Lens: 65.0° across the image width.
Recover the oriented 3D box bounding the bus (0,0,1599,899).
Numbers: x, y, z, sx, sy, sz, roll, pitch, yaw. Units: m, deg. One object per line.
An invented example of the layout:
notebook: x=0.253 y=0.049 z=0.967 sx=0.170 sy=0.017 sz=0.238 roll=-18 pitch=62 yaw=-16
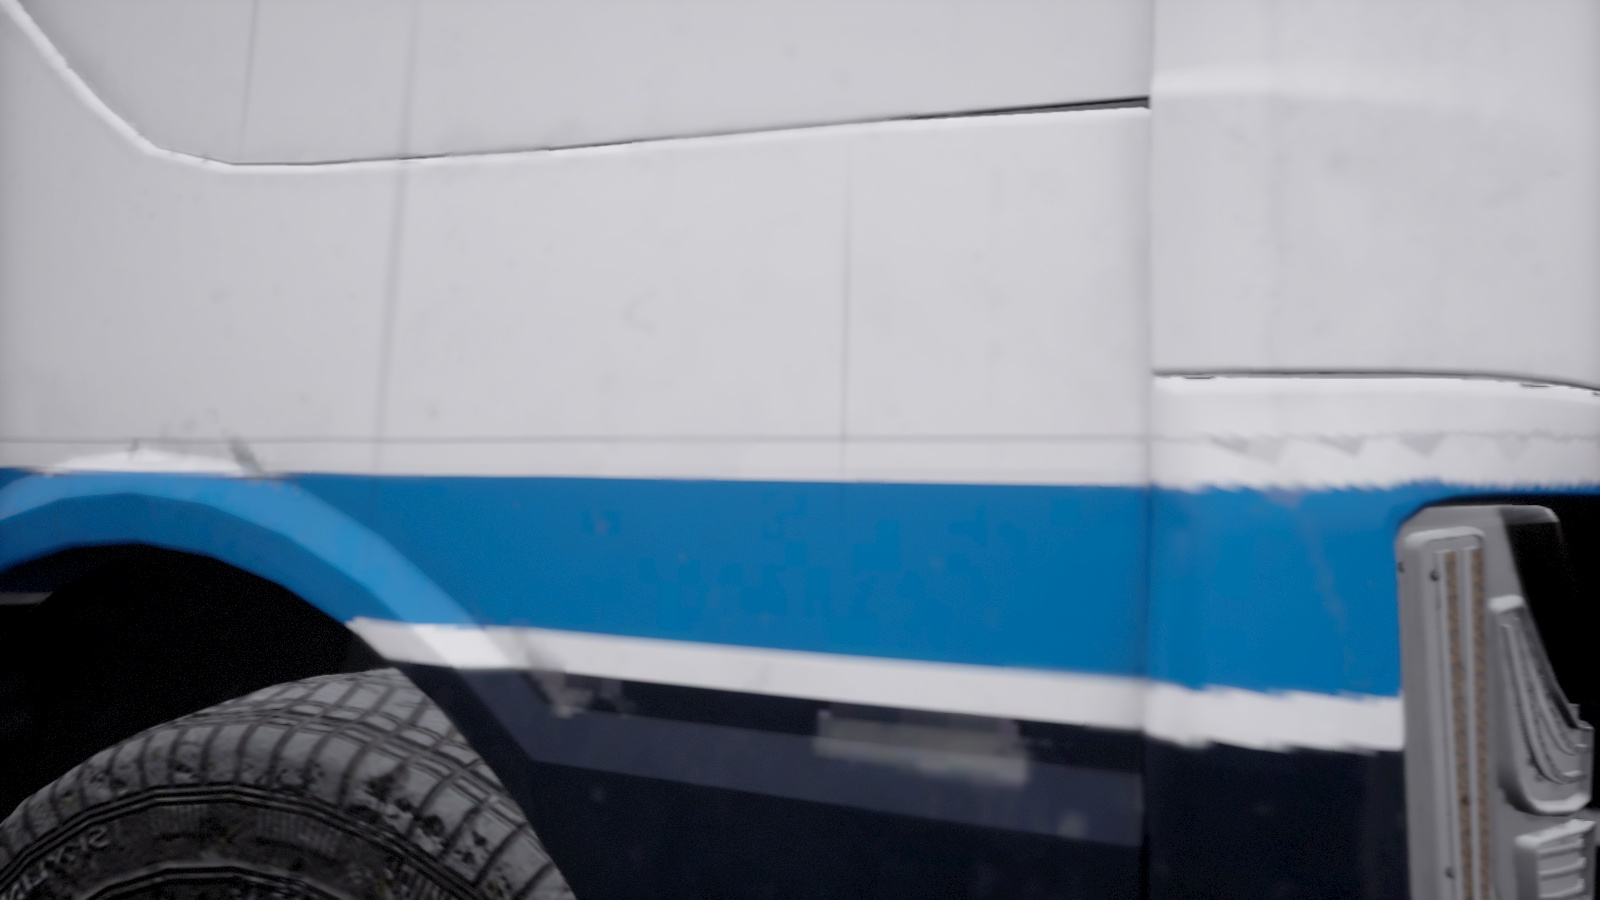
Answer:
bus: x=-2.633 y=-0.622 z=4.096 sx=10.273 sy=4.253 sz=3.944 roll=1 pitch=1 yaw=27
